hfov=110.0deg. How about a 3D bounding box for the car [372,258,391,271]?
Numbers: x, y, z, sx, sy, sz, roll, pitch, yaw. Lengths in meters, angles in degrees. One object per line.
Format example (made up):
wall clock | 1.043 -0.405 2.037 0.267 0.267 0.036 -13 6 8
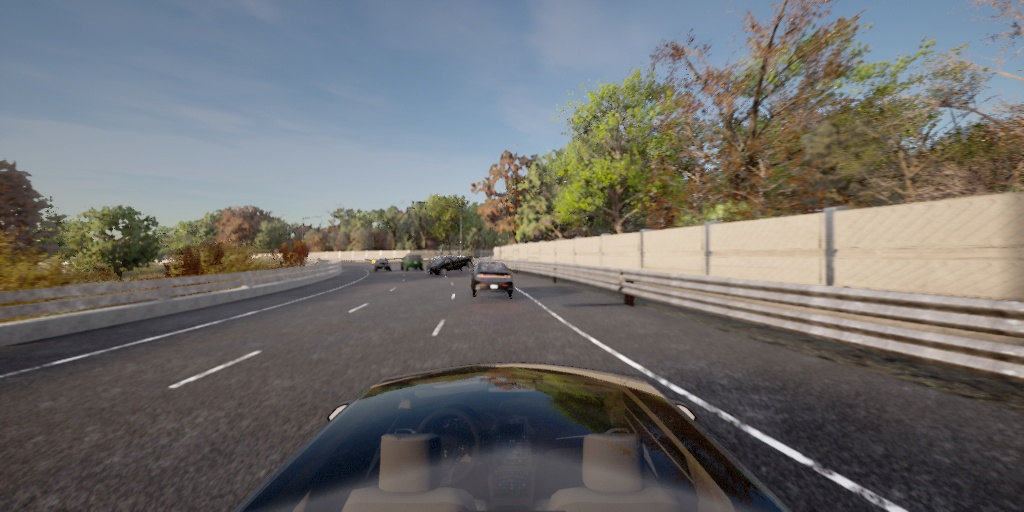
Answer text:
car | -16.691 1.158 46.040 1.837 1.490 4.892 -1 1 -25

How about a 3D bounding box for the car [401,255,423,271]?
car | -12.853 0.829 46.068 2.150 2.045 5.566 -1 1 -25

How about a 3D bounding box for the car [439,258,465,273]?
car | -6.902 1.045 40.809 1.882 1.535 5.008 -1 0 -21

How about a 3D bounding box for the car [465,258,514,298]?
car | -1.033 1.048 17.142 2.128 1.511 4.902 3 0 -7

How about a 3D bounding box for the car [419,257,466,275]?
car | -6.184 0.819 35.846 5.008 1.535 1.882 -18 9 -42
